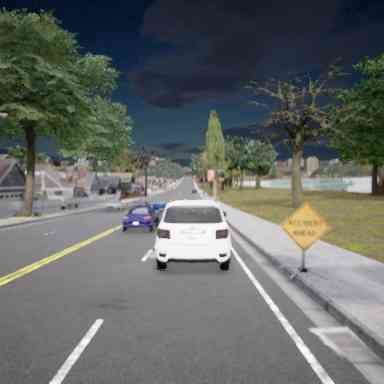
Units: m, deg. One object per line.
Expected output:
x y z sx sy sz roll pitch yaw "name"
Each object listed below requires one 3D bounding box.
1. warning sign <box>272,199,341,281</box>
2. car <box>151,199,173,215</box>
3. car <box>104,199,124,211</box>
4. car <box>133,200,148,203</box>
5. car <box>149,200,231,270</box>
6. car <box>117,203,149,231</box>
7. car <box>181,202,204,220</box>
2.878 1.166 8.512 1.300 1.860 1.060 2 2 0 "warning sign"
-3.204 1.628 36.519 1.882 1.535 5.008 0 0 0 "car"
-9.901 1.663 42.747 1.812 1.442 4.674 0 0 0 "car"
-6.650 1.700 43.186 1.994 1.385 4.181 0 0 0 "car"
0.056 1.287 11.433 2.150 2.045 5.566 0 0 1 "car"
-3.183 1.635 21.122 1.812 1.442 4.674 0 -1 0 "car"
0.046 1.694 31.378 2.033 1.411 5.357 0 0 0 "car"
